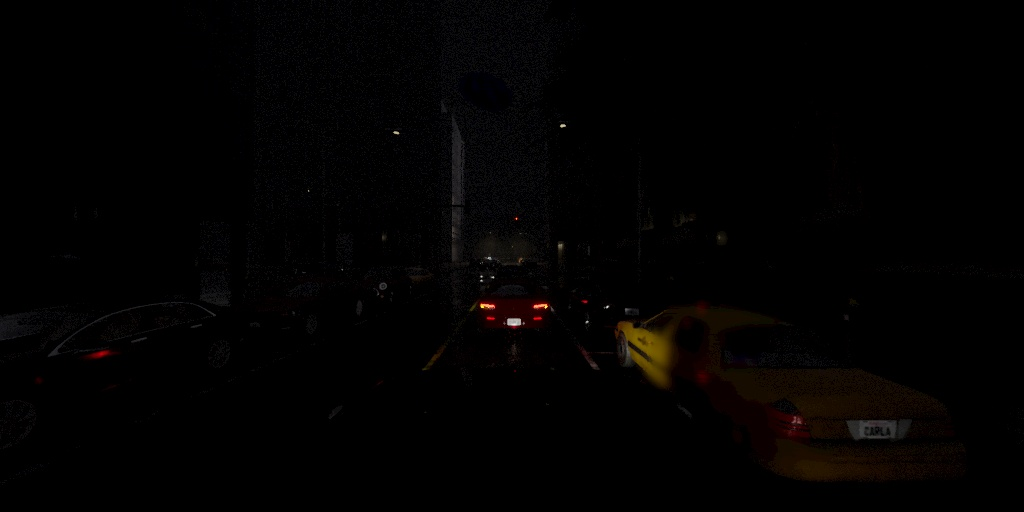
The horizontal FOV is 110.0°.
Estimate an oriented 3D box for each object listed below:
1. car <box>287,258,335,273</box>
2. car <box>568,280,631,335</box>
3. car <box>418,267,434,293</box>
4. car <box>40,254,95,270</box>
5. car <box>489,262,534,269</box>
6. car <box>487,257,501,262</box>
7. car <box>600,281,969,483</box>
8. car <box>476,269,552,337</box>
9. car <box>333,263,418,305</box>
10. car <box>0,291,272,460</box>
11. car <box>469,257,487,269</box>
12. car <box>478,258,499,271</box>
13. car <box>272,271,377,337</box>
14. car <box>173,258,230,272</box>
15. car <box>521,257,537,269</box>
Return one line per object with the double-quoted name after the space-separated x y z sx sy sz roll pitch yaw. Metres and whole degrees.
-17.911 0.922 32.649 4.902 1.511 2.128 1 0 0 "car"
2.755 1.316 10.302 1.948 1.339 4.313 0 0 0 "car"
-5.782 1.277 21.034 1.751 1.417 4.829 0 0 0 "car"
-40.696 0.519 32.595 4.674 1.442 1.812 1 0 0 "car"
0.000 1.256 19.002 1.837 1.490 4.892 0 0 0 "car"
-3.149 1.328 59.312 1.994 1.385 4.181 0 0 0 "car"
2.760 1.275 5.015 1.751 1.417 4.829 0 0 0 "car"
0.061 1.276 10.135 1.812 1.442 4.674 0 0 0 "car"
-5.776 1.190 15.747 1.967 1.591 4.097 0 0 0 "car"
-5.764 1.300 4.833 2.007 1.370 4.403 0 0 0 "car"
-5.823 1.079 58.612 2.192 1.841 5.009 0 0 0 "car"
-3.148 1.285 48.022 1.812 1.442 4.674 0 0 0 "car"
-5.771 1.295 10.290 1.888 1.381 4.507 0 0 0 "car"
-27.707 0.841 32.622 4.718 1.301 1.895 1 0 0 "car"
2.708 1.201 53.183 1.967 1.591 4.097 0 0 0 "car"
